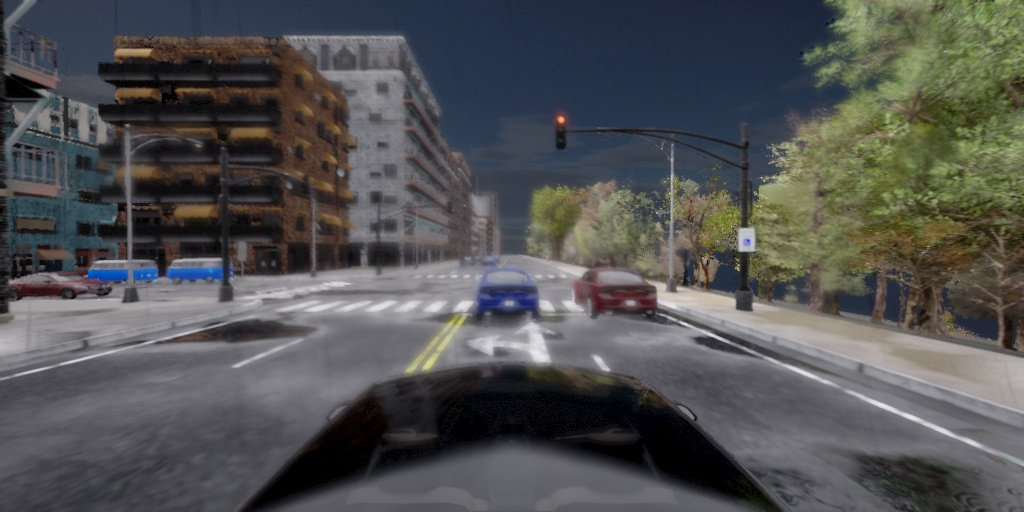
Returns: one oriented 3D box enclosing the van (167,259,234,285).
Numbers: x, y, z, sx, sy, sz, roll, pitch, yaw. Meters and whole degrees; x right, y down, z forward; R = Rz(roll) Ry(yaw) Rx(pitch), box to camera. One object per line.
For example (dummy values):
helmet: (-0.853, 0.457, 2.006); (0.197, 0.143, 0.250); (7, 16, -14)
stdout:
van: (-22.708, 1.128, 26.246); (3.998, 1.789, 1.690); (0, 0, -1)

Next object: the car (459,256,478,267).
car: (-6.549, 0.819, 53.176); (1.812, 1.442, 4.674); (0, 1, 0)

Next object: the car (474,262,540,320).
car: (-0.264, 1.131, 12.321); (1.882, 1.535, 5.008); (0, 0, -4)

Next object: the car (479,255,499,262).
car: (-3.299, 0.772, 53.167); (1.882, 1.535, 5.008); (0, 1, 0)

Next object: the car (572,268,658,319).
car: (3.314, 1.131, 12.380); (1.882, 1.535, 5.008); (0, 0, 0)

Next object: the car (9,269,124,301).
car: (-22.625, 1.476, 17.900); (4.207, 1.307, 1.802); (0, 0, -1)

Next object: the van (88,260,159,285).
van: (-28.310, 1.202, 26.172); (3.998, 1.789, 1.690); (0, 0, -1)
